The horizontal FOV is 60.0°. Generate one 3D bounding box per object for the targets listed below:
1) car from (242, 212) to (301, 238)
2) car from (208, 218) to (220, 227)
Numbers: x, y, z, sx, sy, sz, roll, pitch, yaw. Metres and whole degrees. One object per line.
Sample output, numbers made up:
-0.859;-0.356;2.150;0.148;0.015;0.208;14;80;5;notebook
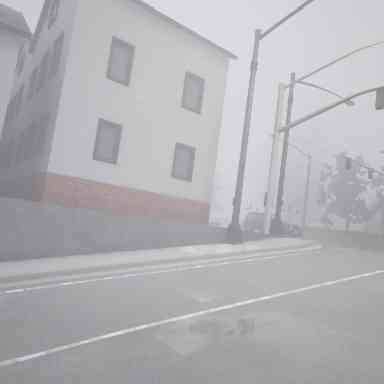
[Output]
6.978;2.946;29.609;2.150;2.045;5.566;12;-7;-35;car
0.974;3.291;37.918;2.033;1.411;5.357;12;-7;-35;car
